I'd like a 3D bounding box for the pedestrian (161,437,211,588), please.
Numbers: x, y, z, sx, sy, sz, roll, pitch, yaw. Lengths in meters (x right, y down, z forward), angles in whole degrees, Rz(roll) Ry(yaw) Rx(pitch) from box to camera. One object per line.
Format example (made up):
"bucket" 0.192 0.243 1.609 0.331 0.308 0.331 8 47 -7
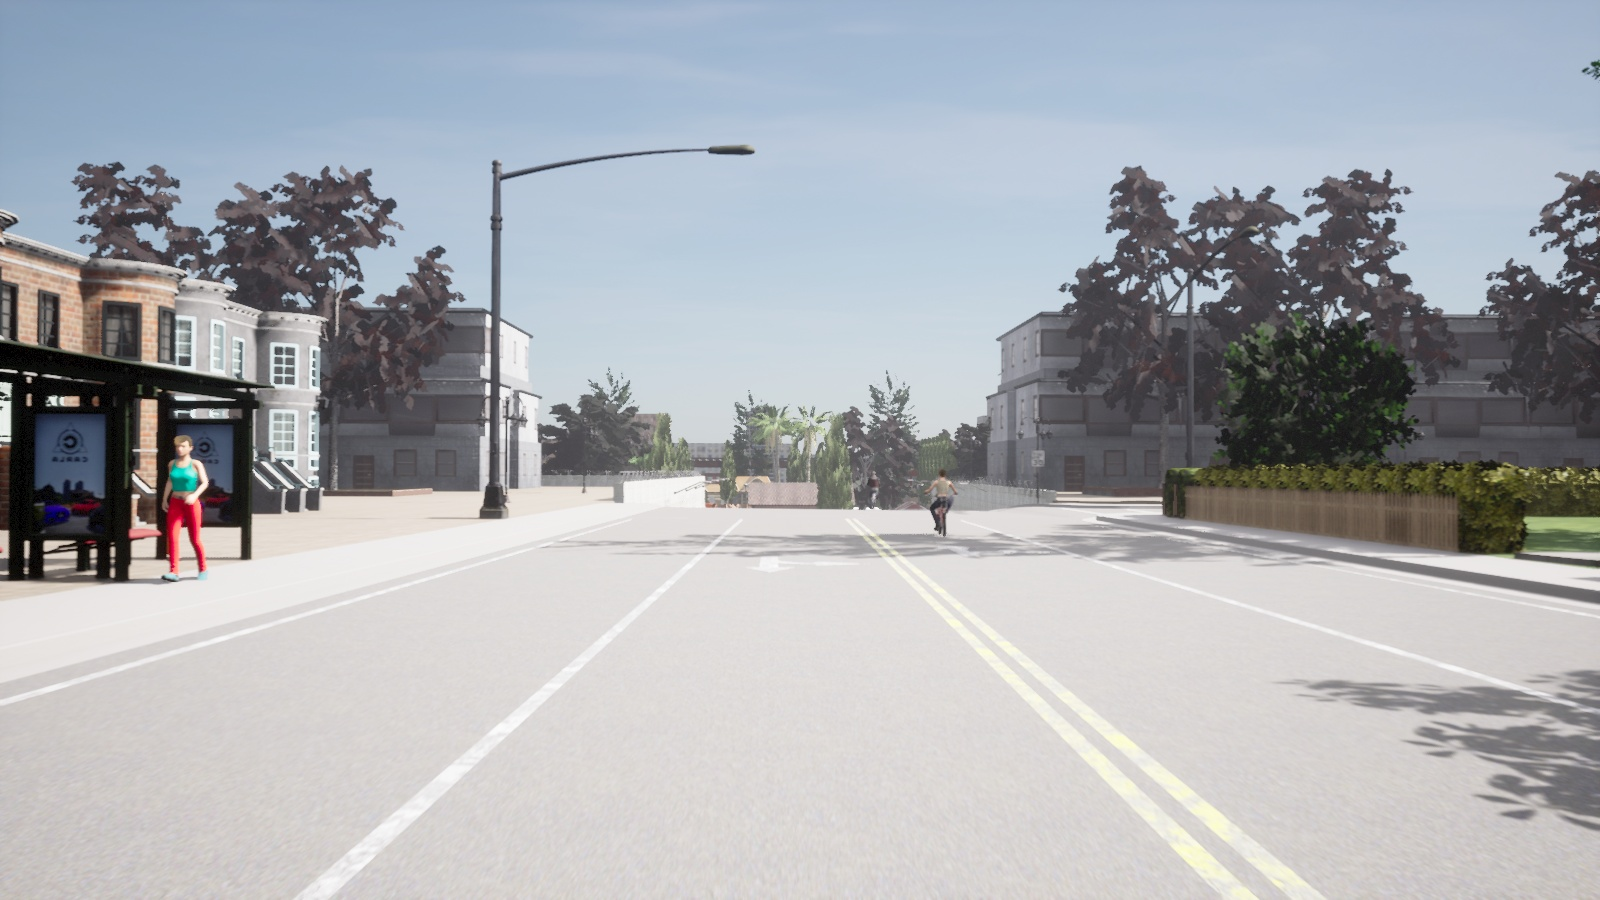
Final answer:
"pedestrian" -7.610 0.768 15.578 0.345 1.836 0.594 0 -1 -2

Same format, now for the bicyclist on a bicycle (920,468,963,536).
"bicyclist on a bicycle" 3.433 1.248 30.514 0.866 1.612 1.509 0 -1 0
